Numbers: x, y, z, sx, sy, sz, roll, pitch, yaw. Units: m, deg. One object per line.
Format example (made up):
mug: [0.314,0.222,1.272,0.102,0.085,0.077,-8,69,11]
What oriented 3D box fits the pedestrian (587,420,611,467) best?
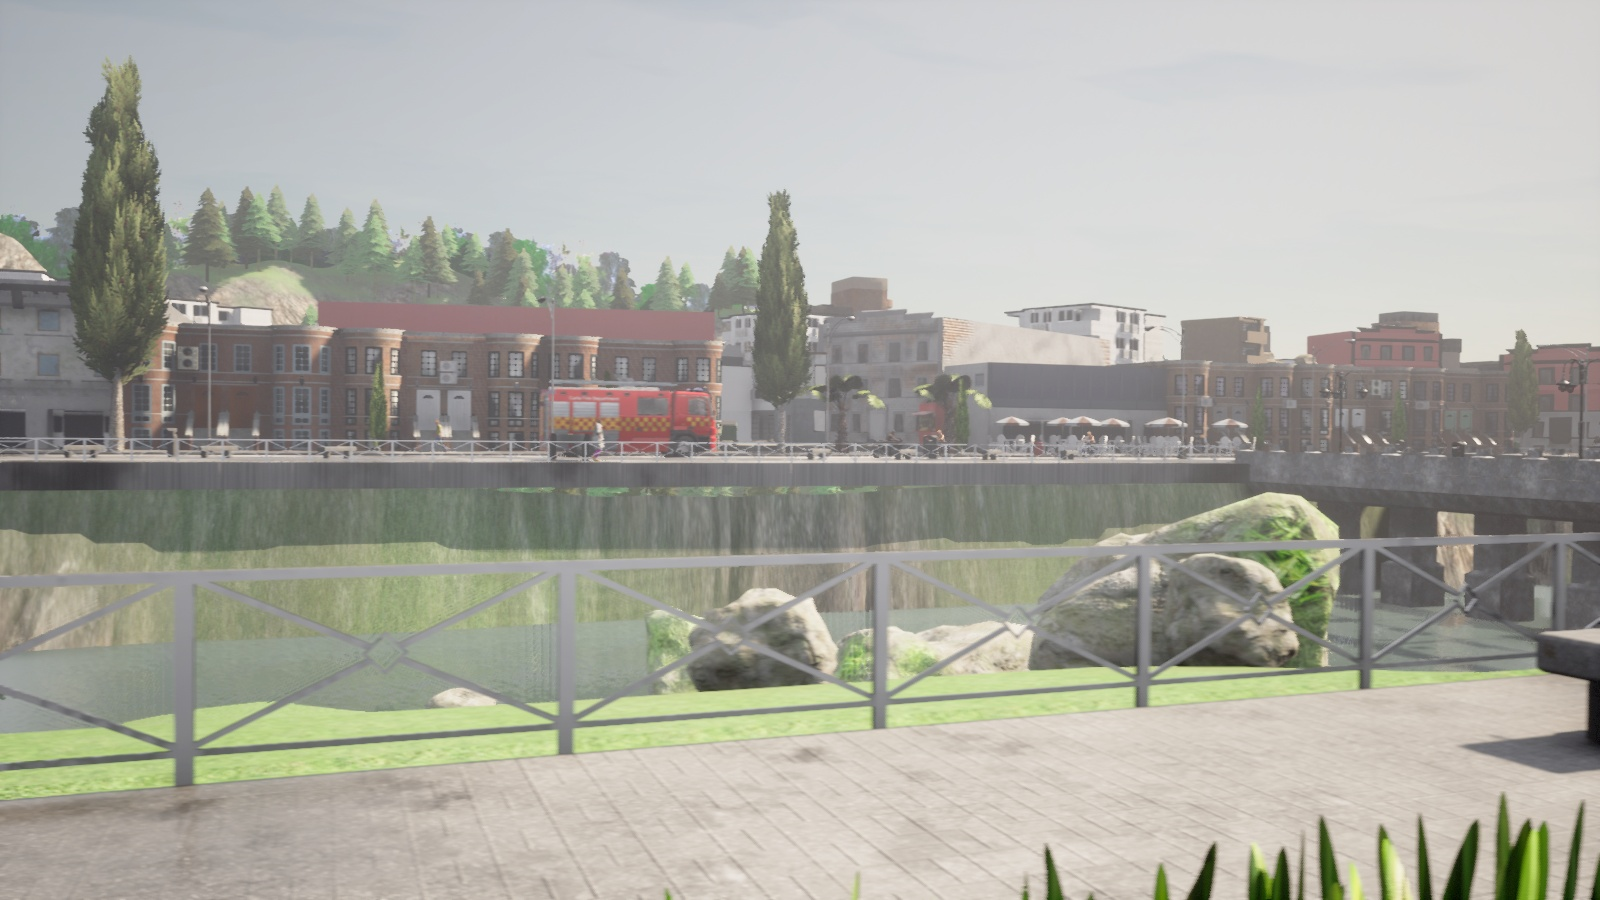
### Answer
pedestrian: [-8.493,-0.267,52.952,0.873,1.952,0.659,-1,1,-18]

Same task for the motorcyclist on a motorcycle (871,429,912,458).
motorcyclist on a motorcycle: [4.921,-0.369,67.326,2.044,1.523,0.797,-1,1,-21]

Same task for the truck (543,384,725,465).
truck: [-8.246,-1.291,62.309,8.468,3.827,2.891,-1,1,-21]

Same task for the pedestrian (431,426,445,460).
pedestrian: [-19.604,-0.387,68.000,0.706,1.836,0.354,-1,1,-17]
